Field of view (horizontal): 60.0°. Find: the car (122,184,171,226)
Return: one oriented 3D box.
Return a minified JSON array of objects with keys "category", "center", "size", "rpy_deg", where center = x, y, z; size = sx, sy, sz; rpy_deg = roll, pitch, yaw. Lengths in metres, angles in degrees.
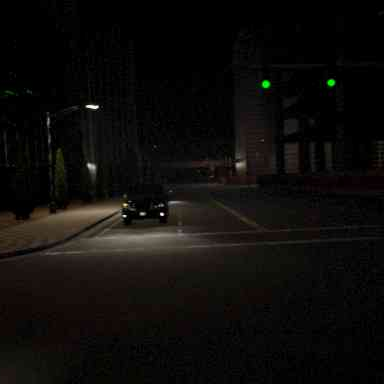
[{"category":"car","center":[-2.517,0.610,18.899],"size":[2.150,2.045,5.566],"rpy_deg":[-2,2,-2]}]
